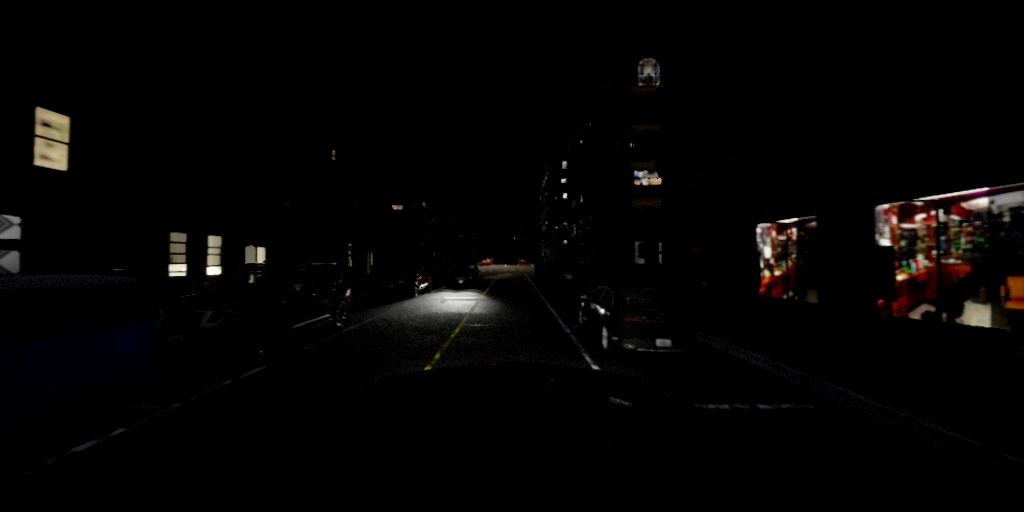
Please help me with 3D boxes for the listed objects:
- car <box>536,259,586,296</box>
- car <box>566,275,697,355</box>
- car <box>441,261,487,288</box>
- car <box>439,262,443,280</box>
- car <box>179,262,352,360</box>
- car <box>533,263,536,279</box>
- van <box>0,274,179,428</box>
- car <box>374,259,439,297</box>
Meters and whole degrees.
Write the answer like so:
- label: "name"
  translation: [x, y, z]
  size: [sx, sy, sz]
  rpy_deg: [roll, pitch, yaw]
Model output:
- label: "car"
  translation: [2.698, 1.109, 19.382]
  size: [2.192, 1.841, 5.009]
  rpy_deg: [0, 0, 0]
- label: "car"
  translation: [2.694, 1.318, 8.568]
  size: [2.007, 1.370, 4.403]
  rpy_deg: [0, 0, 0]
- label: "car"
  translation: [-3.090, 1.297, 24.153]
  size: [2.128, 1.511, 4.902]
  rpy_deg: [0, 0, 0]
- label: "car"
  translation: [-5.679, 1.261, 30.207]
  size: [1.967, 1.591, 4.097]
  rpy_deg: [0, 0, 0]
- label: "car"
  translation: [-5.686, 1.082, 8.578]
  size: [2.192, 1.841, 5.009]
  rpy_deg: [0, 0, 0]
- label: "car"
  translation: [2.700, 1.247, 24.789]
  size: [1.967, 1.591, 4.097]
  rpy_deg: [0, 0, 0]
- label: "van"
  translation: [-5.689, 1.095, 3.171]
  size: [1.690, 1.789, 3.998]
  rpy_deg: [0, 0, 0]
- label: "car"
  translation: [-5.683, 1.109, 19.392]
  size: [2.192, 1.841, 5.009]
  rpy_deg: [0, 0, 0]
